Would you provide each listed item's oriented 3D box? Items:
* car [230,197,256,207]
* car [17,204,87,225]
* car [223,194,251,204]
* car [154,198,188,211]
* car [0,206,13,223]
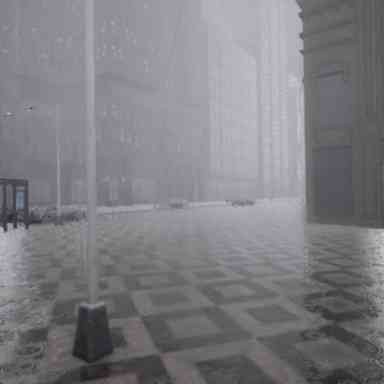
[{"bbox_3d":[7.308,1.399,46.879,1.895,1.301,4.718,-1,0,36],"label":"car"},{"bbox_3d":[-9.416,1.538,23.247,1.994,1.385,4.181,-1,0,35],"label":"car"},{"bbox_3d":[7.098,1.086,51.867,2.033,1.411,5.357,-1,0,35],"label":"car"},{"bbox_3d":[-2.381,1.420,38.697,2.128,1.511,4.902,-1,0,36],"label":"car"},{"bbox_3d":[-13.645,1.649,22.877,1.895,1.301,4.718,-1,0,35],"label":"car"}]
